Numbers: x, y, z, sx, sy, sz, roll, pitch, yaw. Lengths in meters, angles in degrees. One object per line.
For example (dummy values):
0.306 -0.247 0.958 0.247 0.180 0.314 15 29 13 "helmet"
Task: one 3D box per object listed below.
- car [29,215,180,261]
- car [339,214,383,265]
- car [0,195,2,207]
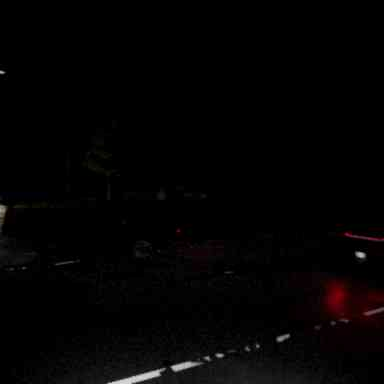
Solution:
-2.824 1.451 11.197 4.718 1.301 1.895 -1 2 3 "car"
6.406 1.360 9.600 4.902 1.511 2.128 -1 1 -28 "car"
-29.019 1.575 48.524 2.128 1.511 4.902 1 -1 -29 "car"
